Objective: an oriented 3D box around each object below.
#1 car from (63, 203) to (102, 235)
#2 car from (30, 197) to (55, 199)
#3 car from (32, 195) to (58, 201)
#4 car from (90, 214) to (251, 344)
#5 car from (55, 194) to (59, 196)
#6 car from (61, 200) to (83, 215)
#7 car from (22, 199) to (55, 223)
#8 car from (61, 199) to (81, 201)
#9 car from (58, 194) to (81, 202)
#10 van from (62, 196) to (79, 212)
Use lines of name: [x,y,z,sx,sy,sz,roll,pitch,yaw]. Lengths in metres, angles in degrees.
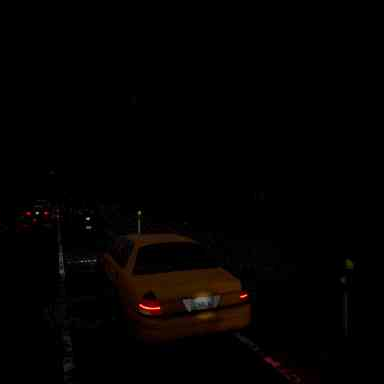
car: [-6.027,1.551,18.768,2.008,1.369,4.403,0,0,-22]
car: [-16.009,1.527,35.685,1.812,1.442,4.674,0,0,-22]
car: [-18.186,1.494,41.260,2.128,1.511,4.902,0,0,-21]
car: [-0.832,1.457,6.796,1.801,1.575,5.366,0,0,-22]
car: [-31.200,1.470,79.763,1.967,1.590,4.097,0,0,-23]
car: [-8.112,1.552,23.883,2.008,1.369,4.403,0,0,-22]
car: [-11.951,1.549,25.987,2.033,1.411,5.357,0,0,-22]
car: [-10.197,1.567,28.998,1.947,1.339,4.313,0,0,-22]
car: [-12.282,1.316,34.114,2.192,1.841,5.009,0,0,-22]
van: [-14.367,1.343,39.228,1.690,1.788,3.998,0,0,-22]
